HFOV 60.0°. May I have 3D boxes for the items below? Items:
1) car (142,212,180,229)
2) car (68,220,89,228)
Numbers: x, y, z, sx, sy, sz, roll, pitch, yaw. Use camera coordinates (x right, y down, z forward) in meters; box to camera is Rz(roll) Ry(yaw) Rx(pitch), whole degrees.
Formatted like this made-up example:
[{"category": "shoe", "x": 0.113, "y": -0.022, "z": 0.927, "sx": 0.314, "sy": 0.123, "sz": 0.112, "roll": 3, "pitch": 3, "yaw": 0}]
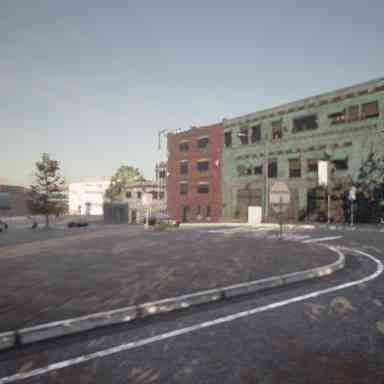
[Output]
[{"category": "car", "x": -2.929, "y": 2.582, "z": 30.372, "sx": 1.812, "sy": 1.442, "sz": 4.674, "roll": 1, "pitch": -5, "yaw": -37}, {"category": "car", "x": -16.807, "y": 4.731, "z": 49.195, "sx": 1.895, "sy": 1.301, "sz": 4.718, "roll": 1, "pitch": -6, "yaw": -36}]
